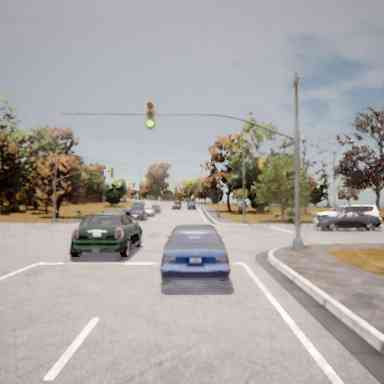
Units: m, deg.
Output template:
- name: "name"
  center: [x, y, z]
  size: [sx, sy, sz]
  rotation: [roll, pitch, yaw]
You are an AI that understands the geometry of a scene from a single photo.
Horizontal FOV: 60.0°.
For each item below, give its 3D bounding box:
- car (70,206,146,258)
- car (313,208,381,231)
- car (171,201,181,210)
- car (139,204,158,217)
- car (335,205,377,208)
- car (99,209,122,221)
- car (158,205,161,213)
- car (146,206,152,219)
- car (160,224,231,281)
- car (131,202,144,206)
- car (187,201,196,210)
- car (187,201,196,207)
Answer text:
- name: "car"
  center: [-3.415, 1.630, 14.072]
  size: [2.097, 1.767, 4.553]
  rotation: [0, -2, 0]
- name: "car"
  center: [12.104, 2.257, 25.988]
  size: [4.902, 1.511, 2.128]
  rotation: [0, -2, -1]
- name: "car"
  center: [-3.552, 3.229, 74.231]
  size: [1.895, 1.301, 4.718]
  rotation: [0, 0, 0]
- name: "car"
  center: [-7.118, 3.201, 54.093]
  size: [1.812, 1.442, 4.674]
  rotation: [0, -1, 0]
- name: "car"
  center: [13.751, 2.135, 29.521]
  size: [5.566, 2.045, 2.150]
  rotation: [0, -2, -2]
- name: "car"
  center: [-10.662, 3.016, 44.011]
  size: [2.033, 1.411, 5.357]
  rotation: [0, -2, -3]
- name: "car"
  center: [-7.058, 3.216, 64.383]
  size: [1.837, 1.490, 4.892]
  rotation: [0, 0, 0]
- name: "car"
  center: [-7.121, 2.965, 44.201]
  size: [2.128, 1.511, 4.902]
  rotation: [0, -2, 1]
- name: "car"
  center: [0.082, 1.712, 10.293]
  size: [2.033, 1.411, 5.357]
  rotation: [0, -2, 0]
- name: "car"
  center: [-10.547, 2.931, 64.645]
  size: [2.150, 2.045, 5.566]
  rotation: [0, 0, 0]
- name: "car"
  center: [-0.052, 3.157, 74.168]
  size: [1.812, 1.442, 4.674]
  rotation: [0, 0, 0]
- name: "car"
  center: [-0.154, 2.955, 84.350]
  size: [1.994, 1.385, 4.181]
  rotation: [0, 0, -3]
